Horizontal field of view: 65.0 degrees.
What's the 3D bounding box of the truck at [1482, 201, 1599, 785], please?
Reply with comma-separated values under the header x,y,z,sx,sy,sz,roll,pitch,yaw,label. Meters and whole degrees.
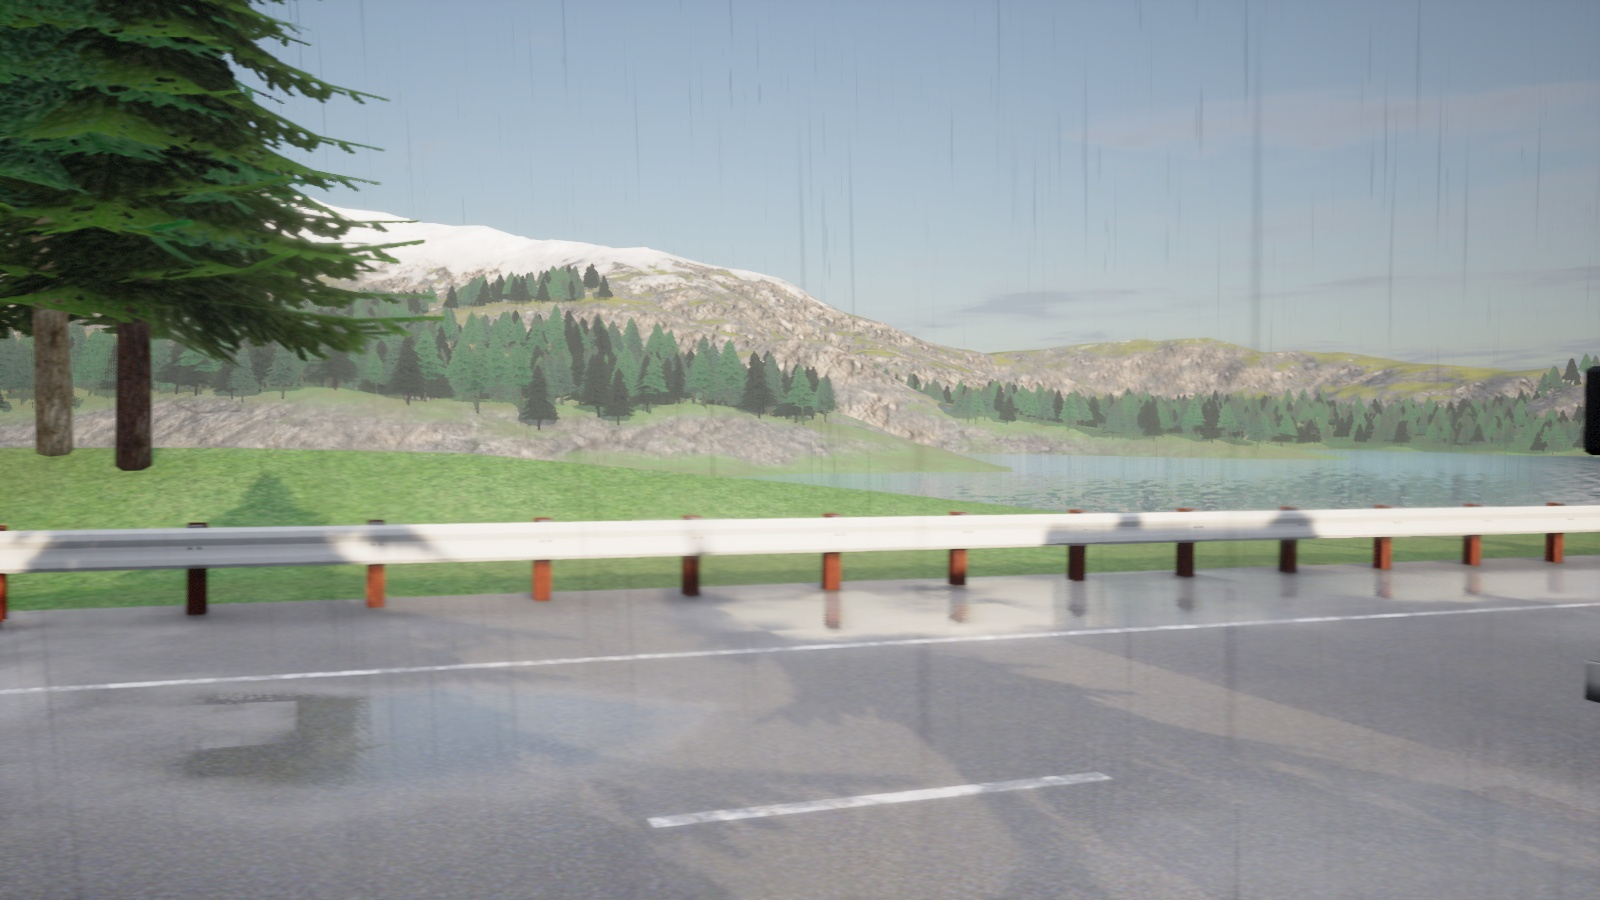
x,y,z,sx,sy,sz,roll,pitch,yaw,label
6.072,0.155,5.537,5.204,2.467,2.627,-1,1,-21,truck
